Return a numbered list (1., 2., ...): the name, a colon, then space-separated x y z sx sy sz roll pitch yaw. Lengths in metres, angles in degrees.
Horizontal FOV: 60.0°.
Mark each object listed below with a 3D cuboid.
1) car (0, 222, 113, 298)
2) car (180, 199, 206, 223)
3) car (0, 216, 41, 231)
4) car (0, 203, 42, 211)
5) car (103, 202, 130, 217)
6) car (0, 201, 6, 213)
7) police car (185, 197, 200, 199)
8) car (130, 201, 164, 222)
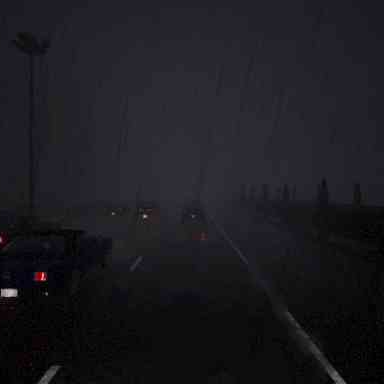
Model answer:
1. car: -3.404 1.599 8.448 1.895 1.301 4.718 0 0 0
2. car: 0.091 1.520 25.662 1.812 1.442 4.674 0 0 0
3. car: -6.905 1.597 13.212 1.895 1.301 4.718 0 0 0
4. car: -14.094 1.594 28.090 1.895 1.301 4.718 0 0 0
5. car: -6.911 1.593 31.442 1.895 1.301 4.718 0 0 0
6. car: -21.067 1.592 33.643 1.895 1.301 4.718 0 0 0
7. police car: 0.087 1.416 43.013 1.930 1.638 5.238 0 0 0
8. car: -3.410 1.499 26.622 1.837 1.490 4.892 0 0 0
